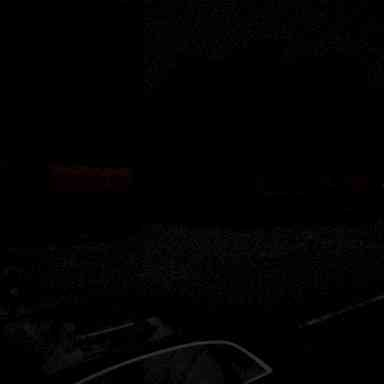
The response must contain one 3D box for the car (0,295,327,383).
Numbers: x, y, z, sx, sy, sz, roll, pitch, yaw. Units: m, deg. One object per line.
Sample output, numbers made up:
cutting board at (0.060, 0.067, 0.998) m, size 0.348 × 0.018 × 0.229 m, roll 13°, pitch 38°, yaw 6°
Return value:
car at (-0.897, 1.554, 2.175) m, size 4.403 × 1.369 × 2.008 m, roll 1°, pitch -1°, yaw -36°
